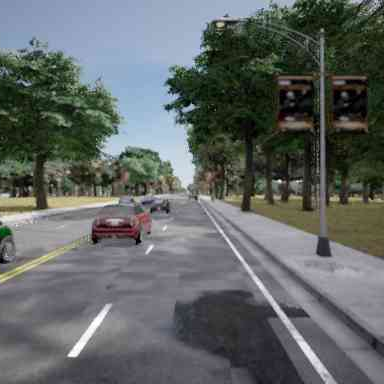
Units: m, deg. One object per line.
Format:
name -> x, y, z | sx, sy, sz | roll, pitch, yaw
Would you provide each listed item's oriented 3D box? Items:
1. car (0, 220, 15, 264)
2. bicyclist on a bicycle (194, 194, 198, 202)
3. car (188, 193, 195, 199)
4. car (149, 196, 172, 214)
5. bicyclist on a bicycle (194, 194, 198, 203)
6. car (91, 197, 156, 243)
car -> -6.602, 1.320, 8.533 | 2.097, 1.767, 4.553 | 0, 0, 0
bicyclist on a bicycle -> 0.870, 1.212, 70.406 | 0.866, 1.612, 1.509 | 0, 0, 0
car -> -0.022, 1.130, 87.896 | 2.033, 1.411, 5.357 | 0, 0, 0
car -> -3.161, 1.404, 34.185 | 1.812, 1.442, 4.674 | 0, 0, 0
bicyclist on a bicycle -> 0.880, 1.255, 61.373 | 0.582, 1.620, 1.656 | 0, 0, 0
car -> -3.156, 1.292, 15.729 | 2.097, 1.767, 4.553 | 0, 0, 0
